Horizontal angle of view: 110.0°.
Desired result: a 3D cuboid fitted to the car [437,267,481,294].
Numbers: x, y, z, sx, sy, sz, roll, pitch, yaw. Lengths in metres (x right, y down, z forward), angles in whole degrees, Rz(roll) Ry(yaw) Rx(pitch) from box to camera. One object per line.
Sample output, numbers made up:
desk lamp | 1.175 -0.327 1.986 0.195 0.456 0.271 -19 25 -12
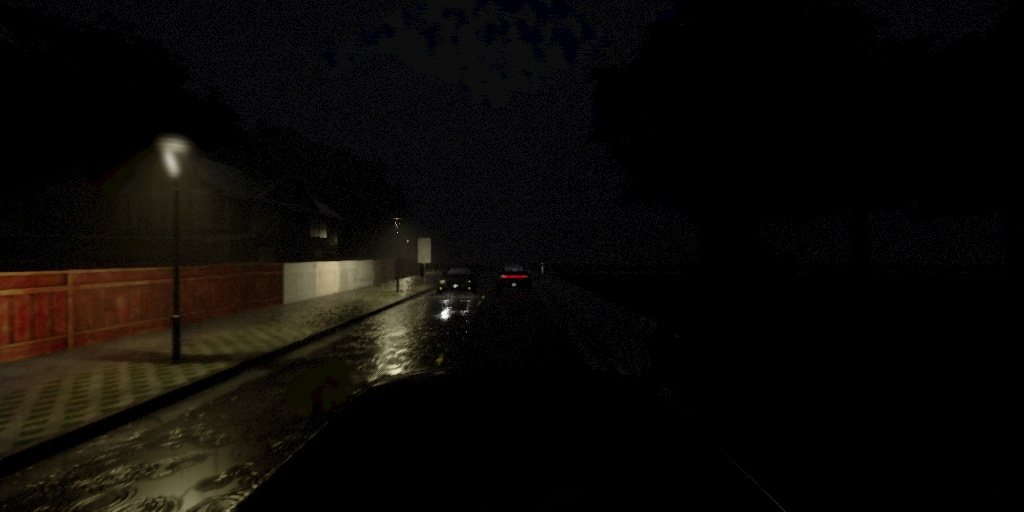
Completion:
car | -2.819 1.297 19.814 1.994 1.385 4.181 0 0 0

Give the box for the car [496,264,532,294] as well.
car | 0.095 1.225 20.301 2.128 1.511 4.902 0 0 0
